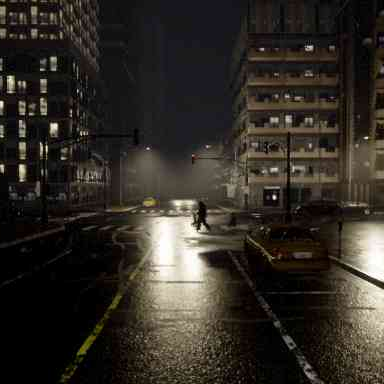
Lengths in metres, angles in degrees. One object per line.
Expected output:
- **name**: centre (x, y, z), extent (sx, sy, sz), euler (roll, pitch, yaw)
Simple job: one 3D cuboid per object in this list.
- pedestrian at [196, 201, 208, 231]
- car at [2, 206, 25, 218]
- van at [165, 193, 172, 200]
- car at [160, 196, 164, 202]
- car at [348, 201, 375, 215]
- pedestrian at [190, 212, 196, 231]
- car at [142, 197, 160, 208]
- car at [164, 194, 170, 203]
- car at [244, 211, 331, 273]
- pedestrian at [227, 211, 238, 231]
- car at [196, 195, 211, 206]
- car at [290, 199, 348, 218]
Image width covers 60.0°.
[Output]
- **pedestrian**: centre (0.547, 1.289, 18.656), extent (0.375, 1.860, 0.375), euler (-1, 1, 0)
- **car**: centre (-16.787, 1.491, 27.996), extent (4.718, 1.301, 1.895), euler (0, 1, 0)
- **van**: centre (-6.513, 1.325, 93.465), extent (1.690, 1.788, 3.998), euler (-1, 0, 0)
- **car**: centre (-6.166, 1.554, 53.884), extent (1.947, 1.339, 4.313), euler (-1, 0, 0)
- **car**: centre (16.027, 1.624, 33.599), extent (4.403, 1.369, 2.008), euler (0, 0, 0)
- **pedestrian**: centre (0.186, 1.668, 19.858), extent (0.500, 1.100, 0.500), euler (-1, 1, 0)
- **car**: centre (-6.116, 1.514, 48.060), extent (1.752, 1.417, 4.829), euler (-1, 0, 0)
- **car**: centre (-6.313, 1.531, 70.846), extent (1.887, 1.381, 4.507), euler (-1, 0, 0)
- **car**: centre (2.720, 1.522, 10.520), extent (1.752, 1.417, 4.829), euler (-1, 0, 0)
- **pedestrian**: centre (2.404, 1.289, 19.270), extent (0.375, 1.860, 0.375), euler (-1, 1, 0)
- **car**: centre (2.213, 1.539, 53.957), extent (2.008, 1.369, 4.403), euler (-1, 0, 0)
- **car**: centre (11.534, 1.430, 31.068), extent (4.553, 1.767, 2.097), euler (1, 1, 1)
